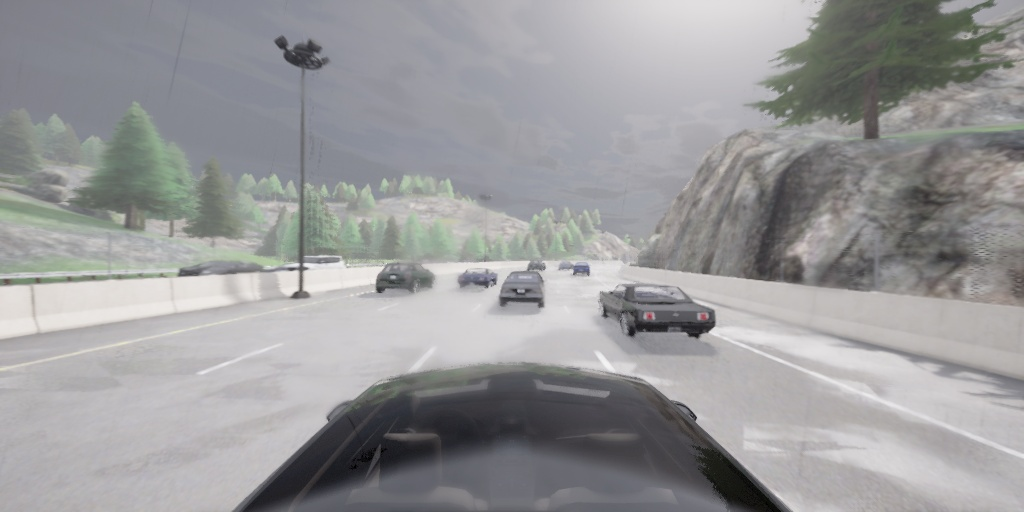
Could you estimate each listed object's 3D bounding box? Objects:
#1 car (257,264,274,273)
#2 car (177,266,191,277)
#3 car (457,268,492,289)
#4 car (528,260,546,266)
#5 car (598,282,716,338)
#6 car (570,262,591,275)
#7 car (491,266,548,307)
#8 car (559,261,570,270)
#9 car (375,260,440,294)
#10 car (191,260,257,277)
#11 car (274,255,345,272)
[{"bbox_3d":[-18.928,1.267,31.403,2.033,1.411,5.357,0,0,8],"label":"car"},{"bbox_3d":[-26.012,1.138,31.183,1.882,1.535,5.008,0,0,8],"label":"car"},{"bbox_3d":[-2.139,1.426,23.804,1.895,1.301,4.718,0,0,7],"label":"car"},{"bbox_3d":[3.756,1.348,53.169,2.097,1.767,4.553,0,0,15],"label":"car"},{"bbox_3d":[3.829,1.419,10.448,1.895,1.301,4.718,0,0,2],"label":"car"},{"bbox_3d":[8.660,1.476,44.247,1.882,1.535,5.008,0,0,14],"label":"car"},{"bbox_3d":[0.584,1.362,15.907,2.033,1.411,5.357,0,0,6],"label":"car"},{"bbox_3d":[9.133,1.614,59.516,2.033,1.411,5.357,0,0,18],"label":"car"},{"bbox_3d":[-5.942,1.132,20.639,2.097,1.767,4.553,1,0,5],"label":"car"},{"bbox_3d":[-22.718,1.172,29.428,2.128,1.511,4.902,0,0,8],"label":"car"},{"bbox_3d":[-15.766,0.956,28.827,2.150,2.045,5.566,0,0,8],"label":"car"}]
